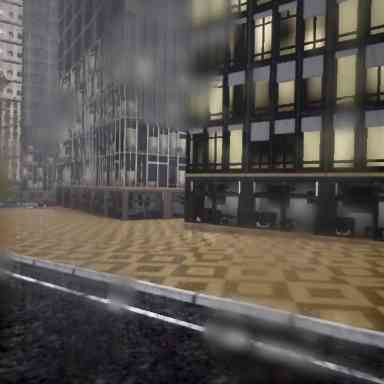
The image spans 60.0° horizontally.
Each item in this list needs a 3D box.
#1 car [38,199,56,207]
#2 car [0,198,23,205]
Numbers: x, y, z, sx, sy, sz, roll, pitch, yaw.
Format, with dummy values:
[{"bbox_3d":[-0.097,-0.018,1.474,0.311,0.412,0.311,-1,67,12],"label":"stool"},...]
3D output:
[{"bbox_3d":[-24.658,1.982,58.504,4.507,1.381,1.887,1,1,-34],"label":"car"},{"bbox_3d":[-33.784,1.744,61.806,4.403,1.369,2.008,1,1,-34],"label":"car"}]
